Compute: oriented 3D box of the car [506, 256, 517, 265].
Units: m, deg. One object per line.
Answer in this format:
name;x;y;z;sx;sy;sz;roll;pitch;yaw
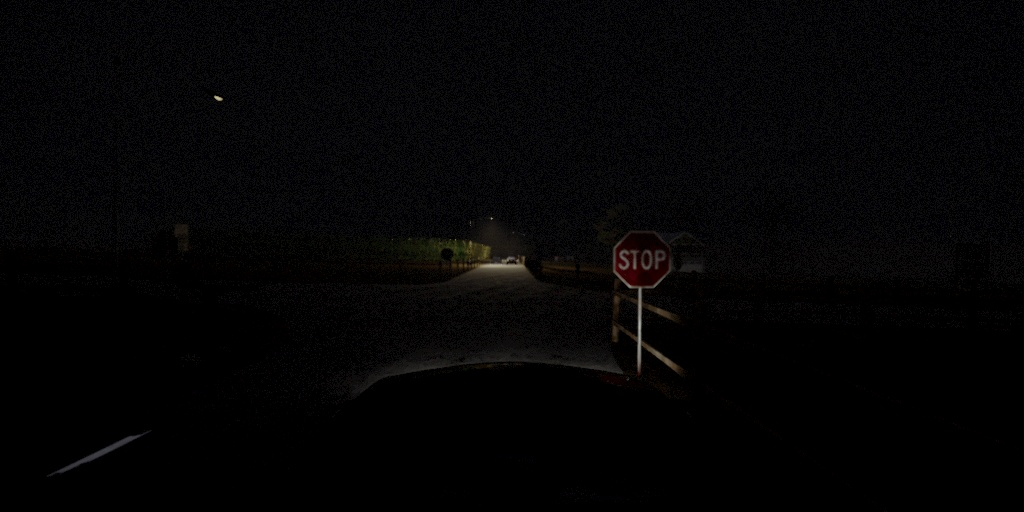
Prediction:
car;-0.069;0.817;61.441;2.033;1.411;5.357;0;0;0
